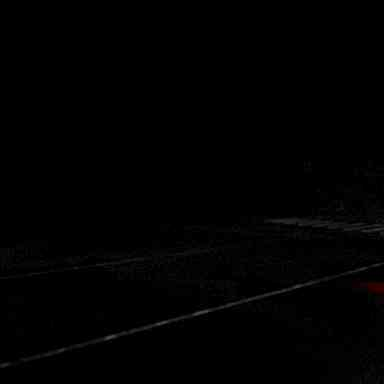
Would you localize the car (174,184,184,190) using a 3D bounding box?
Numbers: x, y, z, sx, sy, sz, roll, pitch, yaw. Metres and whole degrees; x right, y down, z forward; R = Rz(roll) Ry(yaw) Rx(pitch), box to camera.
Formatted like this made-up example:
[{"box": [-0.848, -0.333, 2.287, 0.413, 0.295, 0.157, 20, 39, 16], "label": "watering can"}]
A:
[{"box": [-0.854, -0.464, 62.353, 2.435, 2.045, 5.566, -2, 2, 17], "label": "car"}]

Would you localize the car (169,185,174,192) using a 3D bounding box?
[{"box": [-3.223, -0.416, 64.197, 2.435, 2.045, 5.566, -2, 2, 17], "label": "car"}]

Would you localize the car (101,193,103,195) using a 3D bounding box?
[{"box": [-17.345, -0.254, 75.047, 2.435, 2.045, 5.566, -1, 3, 18], "label": "car"}]

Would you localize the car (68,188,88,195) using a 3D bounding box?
[{"box": [-28.885, -0.122, 84.431, 2.097, 1.535, 5.008, 0, 3, 19], "label": "car"}]

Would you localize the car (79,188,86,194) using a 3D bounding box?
[{"box": [-24.309, -0.188, 80.634, 2.185, 1.767, 4.553, -1, 3, 19], "label": "car"}]

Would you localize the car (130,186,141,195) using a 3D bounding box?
[{"box": [-10.309, -0.290, 69.608, 2.435, 2.045, 5.566, -2, 2, 18], "label": "car"}]

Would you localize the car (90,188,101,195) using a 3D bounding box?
[{"box": [-21.976, -0.037, 78.801, 2.097, 1.535, 5.008, 0, 3, 19], "label": "car"}]
